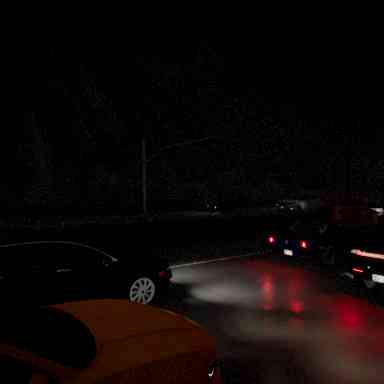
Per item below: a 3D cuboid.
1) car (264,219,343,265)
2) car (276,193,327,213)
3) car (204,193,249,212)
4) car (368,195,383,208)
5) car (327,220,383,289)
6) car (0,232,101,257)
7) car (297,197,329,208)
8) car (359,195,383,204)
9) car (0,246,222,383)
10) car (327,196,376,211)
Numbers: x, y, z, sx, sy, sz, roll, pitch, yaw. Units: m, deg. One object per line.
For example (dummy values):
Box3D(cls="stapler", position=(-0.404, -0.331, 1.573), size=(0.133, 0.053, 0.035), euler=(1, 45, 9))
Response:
Box3D(cls="car", position=(4.787, 1.588, 11.626), size=(4.718, 1.301, 1.895), euler=(0, 0, -36))
Box3D(cls="car", position=(10.934, 1.140, 33.784), size=(5.566, 2.045, 2.150), euler=(0, 0, -36))
Box3D(cls="car", position=(3.953, 1.160, 37.329), size=(5.566, 2.045, 2.150), euler=(0, 0, -36))
Box3D(cls="car", position=(24.776, 1.175, 44.014), size=(4.553, 1.767, 2.097), euler=(0, 0, -36))
Box3D(cls="car", position=(5.646, 1.481, 7.920), size=(4.902, 1.511, 2.128), euler=(0, 0, -36))
Box3D(cls="car", position=(-2.653, 1.504, 6.152), size=(4.892, 1.490, 1.837), euler=(0, 0, -36))
Box3D(cls="car", position=(17.124, 1.447, 47.065), size=(4.718, 1.301, 1.895), euler=(0, 0, -36))
Box3D(cls="car", position=(30.860, 1.275, 57.151), size=(4.674, 1.442, 1.812), euler=(-1, 0, -36))
Box3D(cls="car", position=(-2.002, 1.477, 2.296), size=(5.008, 1.535, 1.882), euler=(0, 0, -36))
Box3D(cls="car", position=(15.632, 1.449, 32.904), size=(5.357, 1.411, 2.033), euler=(0, 0, -36))
